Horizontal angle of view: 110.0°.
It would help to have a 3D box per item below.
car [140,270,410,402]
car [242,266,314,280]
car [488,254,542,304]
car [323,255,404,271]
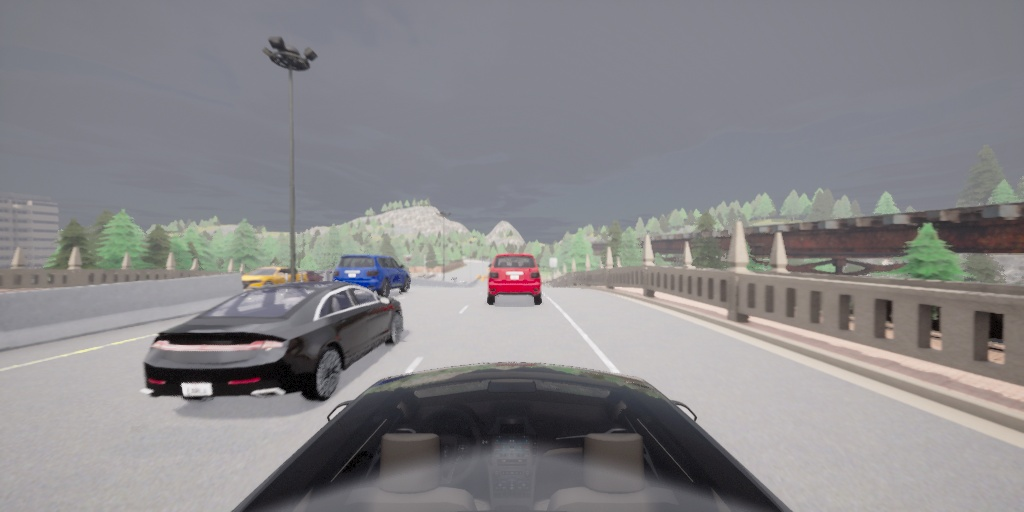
[{"bbox_3d":[-3.399,1.195,6.287,2.128,1.511,4.902,0,1,0],"label":"car"},{"bbox_3d":[-14.097,1.370,21.050,1.882,1.535,5.008,0,-2,0],"label":"car"},{"bbox_3d":[0.100,0.951,16.196,2.150,2.045,5.566,0,-1,0],"label":"car"},{"bbox_3d":[-6.899,1.001,18.150,2.150,2.045,5.566,0,-2,0],"label":"car"}]
